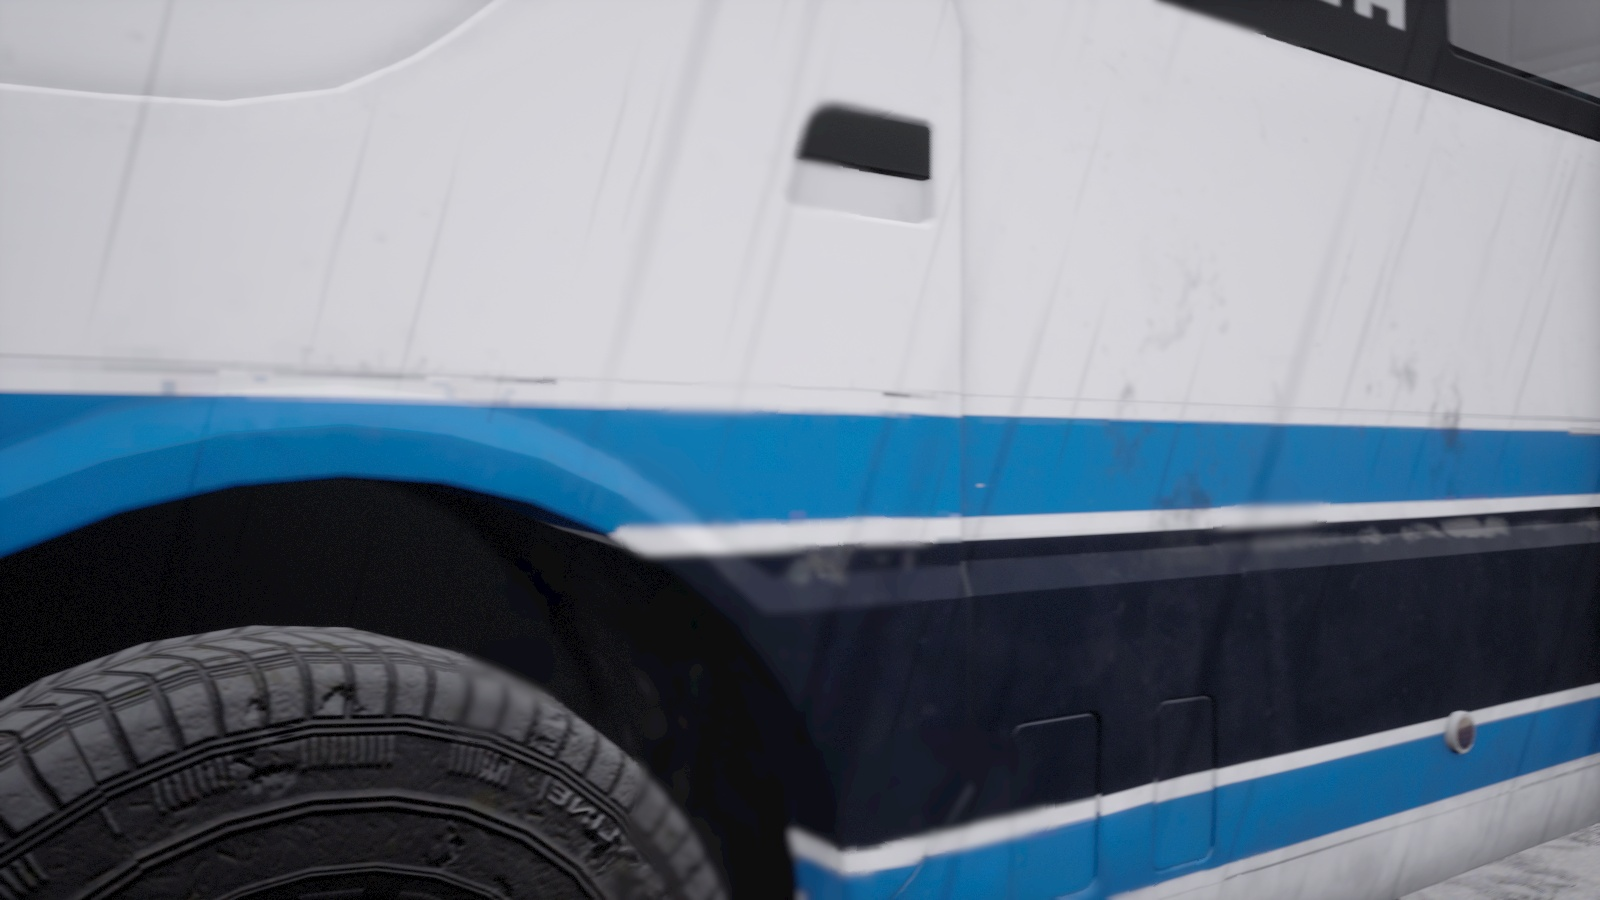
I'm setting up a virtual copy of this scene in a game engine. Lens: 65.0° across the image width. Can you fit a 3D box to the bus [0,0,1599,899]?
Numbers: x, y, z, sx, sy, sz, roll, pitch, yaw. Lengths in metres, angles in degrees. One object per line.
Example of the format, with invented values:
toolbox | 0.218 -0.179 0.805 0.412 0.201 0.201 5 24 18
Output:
bus | 1.011 -0.623 4.379 10.273 4.253 3.944 0 0 -35
